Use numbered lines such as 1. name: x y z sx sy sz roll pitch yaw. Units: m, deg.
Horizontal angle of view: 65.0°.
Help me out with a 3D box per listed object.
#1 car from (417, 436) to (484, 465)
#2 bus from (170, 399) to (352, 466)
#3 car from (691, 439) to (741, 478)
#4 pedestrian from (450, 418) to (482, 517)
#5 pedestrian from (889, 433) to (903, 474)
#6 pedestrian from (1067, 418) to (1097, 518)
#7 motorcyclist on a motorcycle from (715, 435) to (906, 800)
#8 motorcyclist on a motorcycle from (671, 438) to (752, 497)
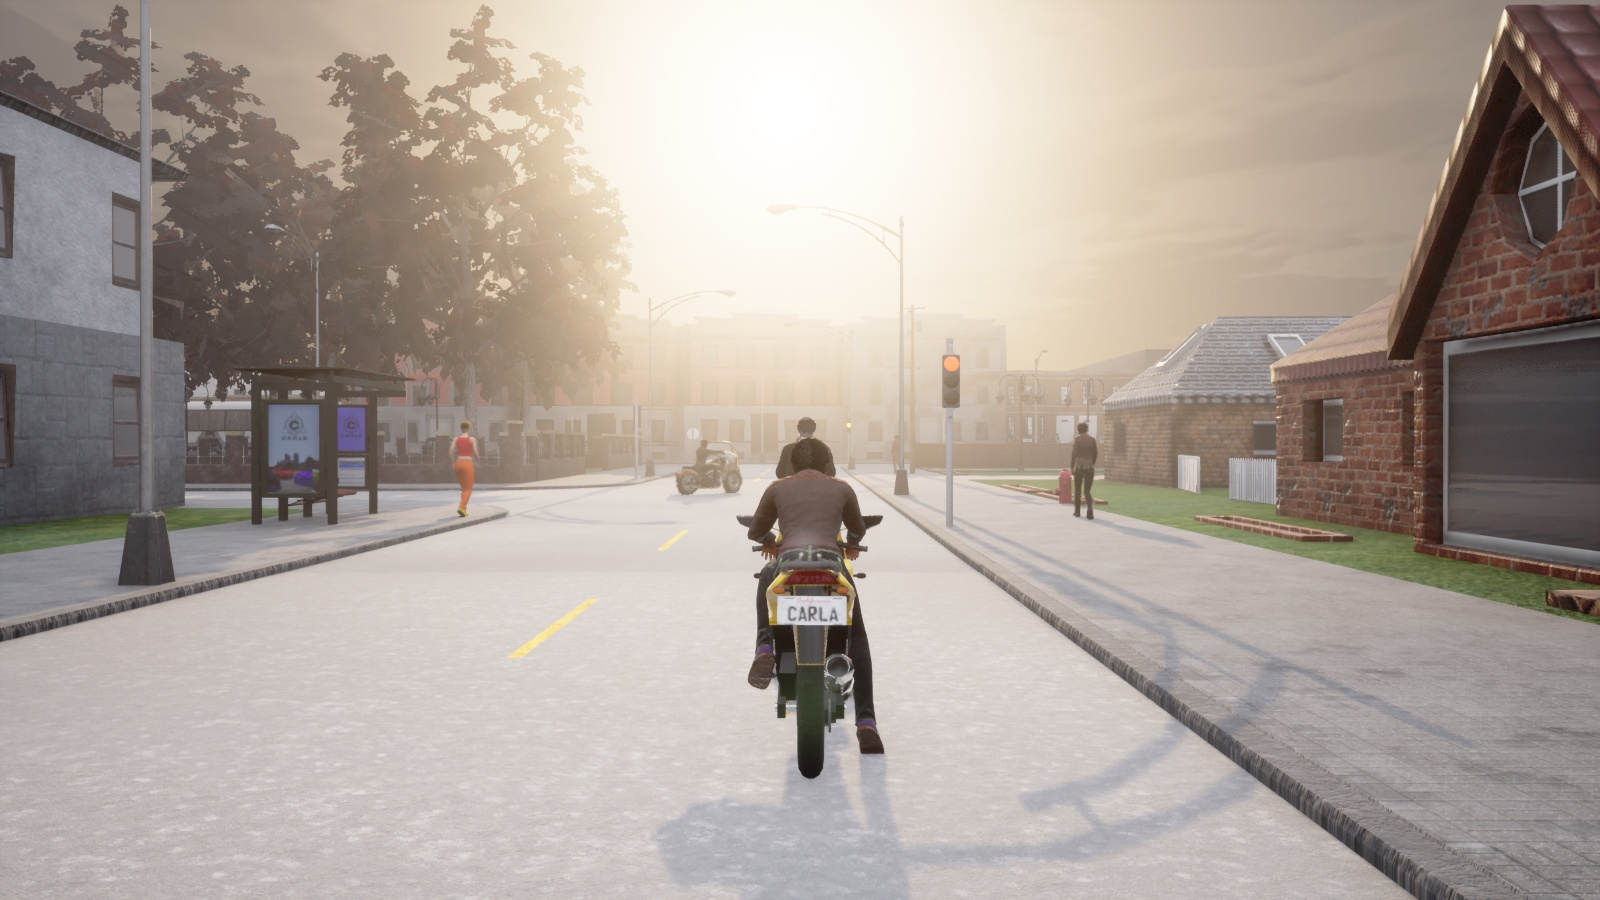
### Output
1. car: -22.915 0.058 82.453 3.866 1.878 1.905 0 0 1
2. bus: -35.270 -1.124 82.490 10.273 4.253 3.944 0 0 1
3. car: -3.748 0.354 56.532 2.033 1.649 4.856 0 0 -1
4. pedestrian: -6.286 0.318 23.636 0.345 1.836 0.594 0 0 15
5. pedestrian: 4.290 0.142 56.068 0.431 1.840 0.703 0 0 -11
6. pedestrian: 5.174 0.330 23.084 0.328 1.805 0.869 0 0 -2
7. motorcyclist on a motorcycle: 0.049 0.693 6.256 0.797 1.523 2.044 0 0 0
8. motorcyclist on a motorcycle: -2.544 0.490 36.322 2.350 1.649 0.766 0 -1 -41
